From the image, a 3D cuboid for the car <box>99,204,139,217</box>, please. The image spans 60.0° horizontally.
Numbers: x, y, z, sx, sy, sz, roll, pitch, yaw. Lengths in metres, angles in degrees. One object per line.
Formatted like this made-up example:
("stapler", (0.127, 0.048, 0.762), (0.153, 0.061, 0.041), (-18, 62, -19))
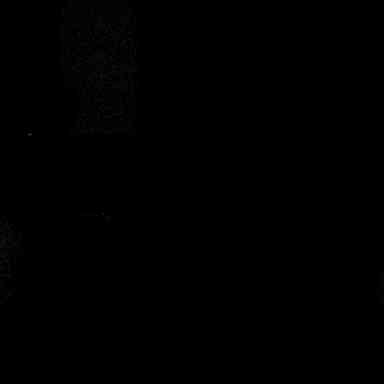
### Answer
("car", (-8.684, 2.201, 40.649), (2.033, 1.411, 5.357), (-1, -1, 36))
